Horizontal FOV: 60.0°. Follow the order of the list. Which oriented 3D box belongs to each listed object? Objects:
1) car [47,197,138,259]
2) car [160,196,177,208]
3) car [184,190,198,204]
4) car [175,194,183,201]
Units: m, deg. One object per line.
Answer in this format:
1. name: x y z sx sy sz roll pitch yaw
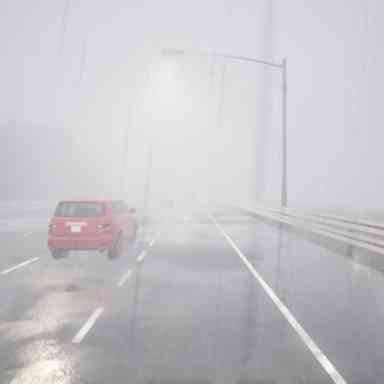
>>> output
1. car: -3.501 1.215 12.720 2.150 2.045 5.566 0 0 0
2. car: -3.593 1.597 48.350 1.895 1.301 4.718 0 0 0
3. car: -0.085 1.214 66.405 2.150 2.045 5.566 0 0 0
4. car: -3.820 1.512 84.776 1.812 1.442 4.674 0 0 0
